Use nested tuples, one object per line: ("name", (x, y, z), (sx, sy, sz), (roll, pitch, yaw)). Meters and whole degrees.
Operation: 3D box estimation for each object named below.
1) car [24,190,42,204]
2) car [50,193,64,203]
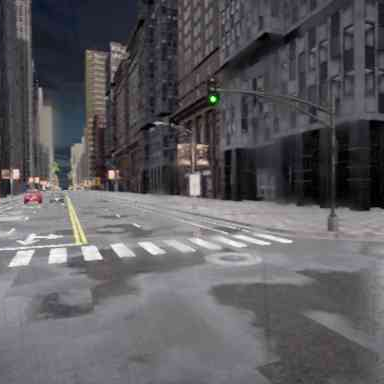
("car", (-23.354, 0.661, 49.001), (2.150, 2.045, 5.566), (-1, 1, -21))
("car", (-20.328, 0.875, 50.198), (2.128, 1.511, 4.902), (-1, 1, -21))
